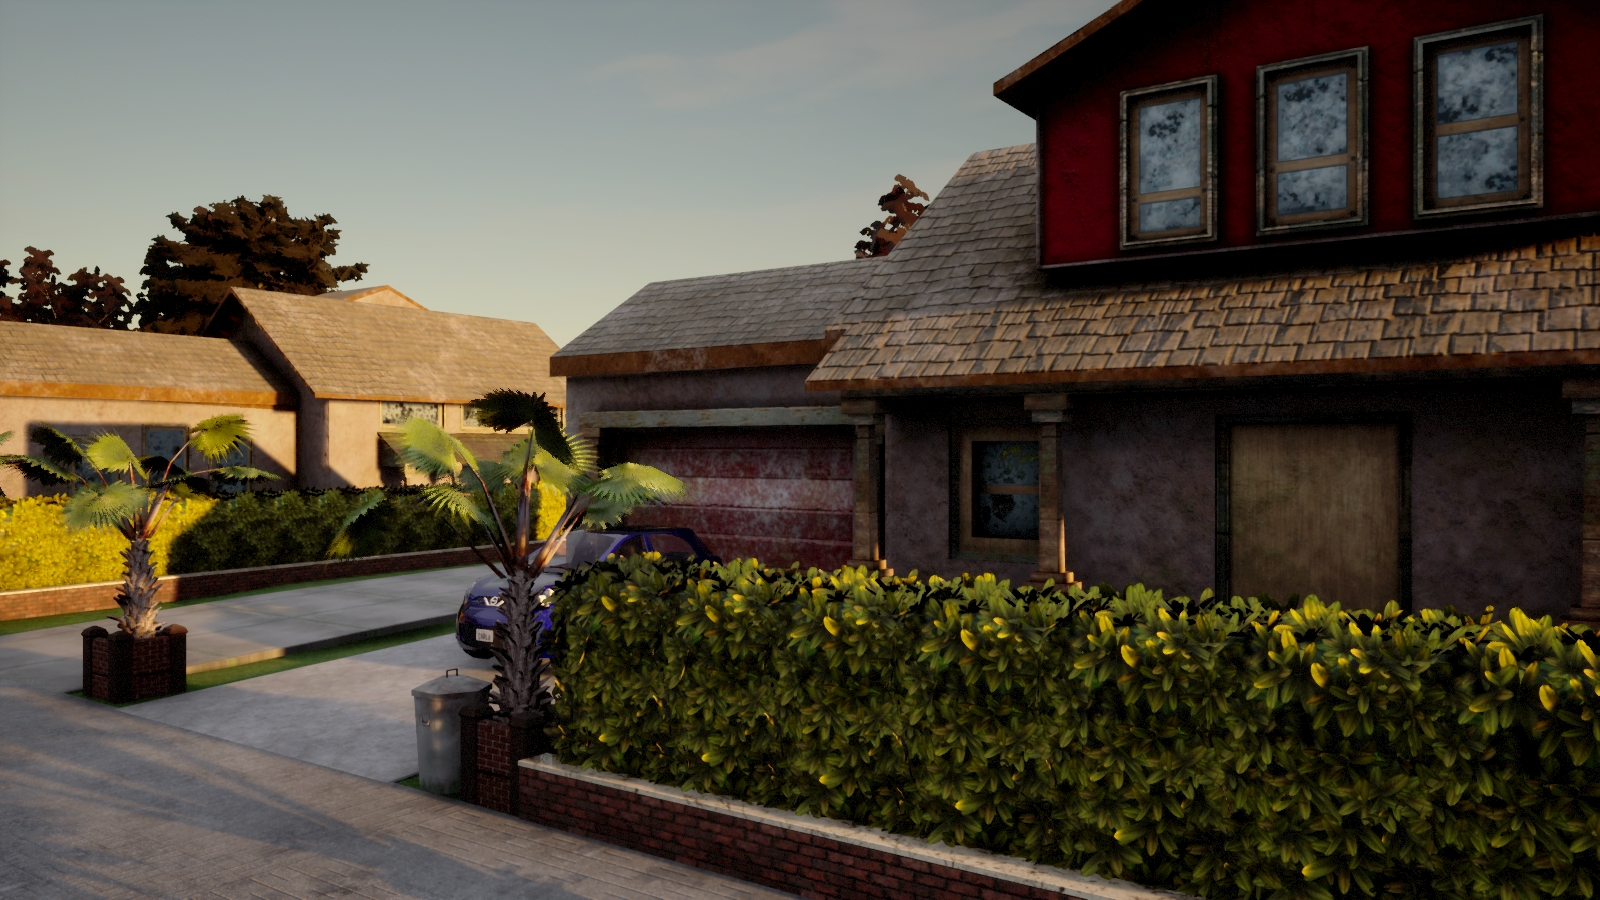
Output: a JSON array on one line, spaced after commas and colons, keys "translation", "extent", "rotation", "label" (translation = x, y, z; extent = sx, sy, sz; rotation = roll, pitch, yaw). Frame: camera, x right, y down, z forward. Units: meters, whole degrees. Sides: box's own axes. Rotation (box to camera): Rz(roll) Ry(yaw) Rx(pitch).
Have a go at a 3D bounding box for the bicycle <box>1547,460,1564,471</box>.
[{"translation": [101.130, 2.058, 152.914], "extent": [1.835, 1.471, 0.329], "rotation": [0, 0, 35], "label": "bicycle"}]
